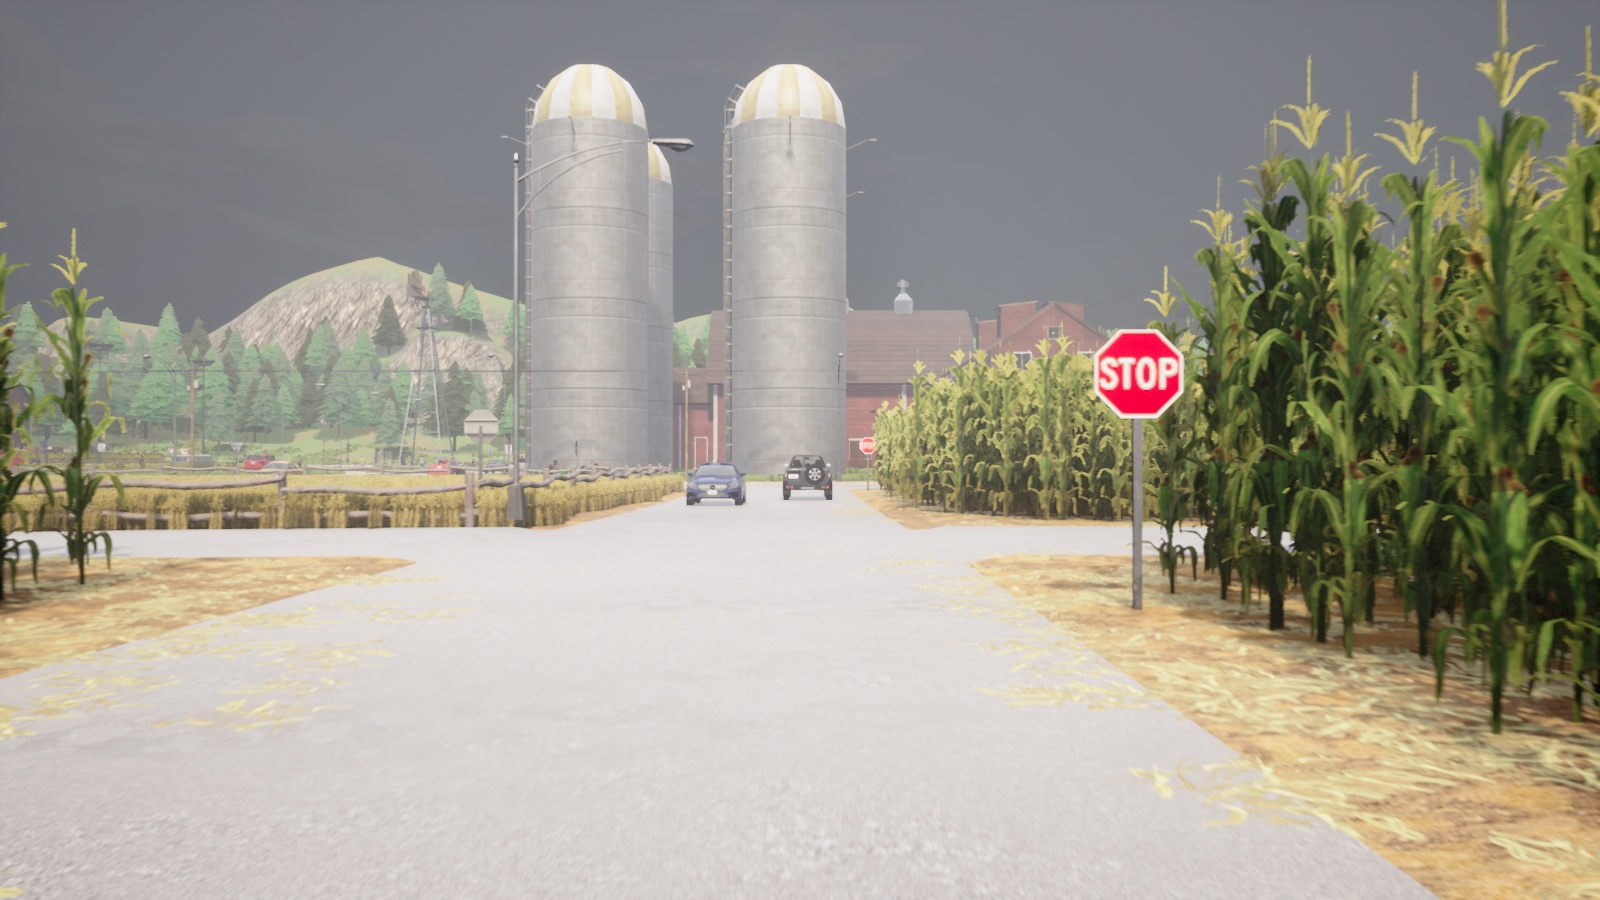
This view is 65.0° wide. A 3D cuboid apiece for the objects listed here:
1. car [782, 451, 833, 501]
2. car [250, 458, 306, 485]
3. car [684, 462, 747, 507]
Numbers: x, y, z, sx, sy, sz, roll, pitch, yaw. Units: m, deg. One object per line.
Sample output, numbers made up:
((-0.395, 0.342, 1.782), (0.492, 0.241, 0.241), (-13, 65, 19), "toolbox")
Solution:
((0.297, 0.998, 49.601), (1.932, 1.855, 4.605), (0, 0, 0), "car")
((-31.592, 1.267, 76.140), (1.801, 1.575, 5.366), (0, 0, -7), "car")
((-2.841, 1.145, 42.976), (1.812, 1.442, 4.674), (0, -1, 0), "car")
